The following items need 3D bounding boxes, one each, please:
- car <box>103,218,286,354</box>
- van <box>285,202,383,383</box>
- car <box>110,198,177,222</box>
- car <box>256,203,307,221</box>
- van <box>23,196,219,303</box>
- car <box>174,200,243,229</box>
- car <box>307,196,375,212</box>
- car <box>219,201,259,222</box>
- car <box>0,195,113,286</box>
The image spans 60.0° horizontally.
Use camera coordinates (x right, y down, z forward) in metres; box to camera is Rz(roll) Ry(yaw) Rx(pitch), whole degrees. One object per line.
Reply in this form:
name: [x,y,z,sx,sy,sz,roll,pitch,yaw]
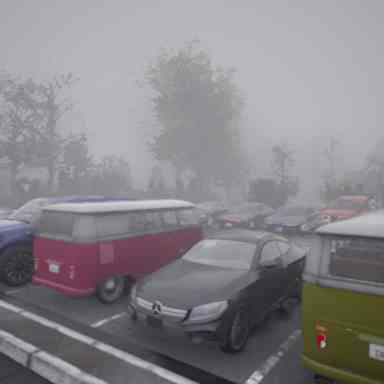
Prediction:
car: [0.846,1.514,6.422,2.002,1.452,4.674,1,1,35]
van: [3.118,1.287,4.942,1.878,1.987,4.442,1,0,35]
car: [-3.492,1.247,24.952,2.097,1.535,5.008,1,1,35]
car: [5.688,1.455,18.375,2.163,1.488,4.792,1,1,35]
van: [-1.385,1.203,8.152,1.878,1.987,4.442,1,1,35]
car: [1.214,1.339,21.610,2.231,1.521,4.892,1,1,35]
car: [7.991,1.219,16.735,2.435,2.045,5.566,1,1,35]
car: [3.389,1.411,20.015,2.163,1.488,4.792,1,1,35]
car: [-3.769,1.133,9.674,2.435,2.045,5.566,1,1,35]
